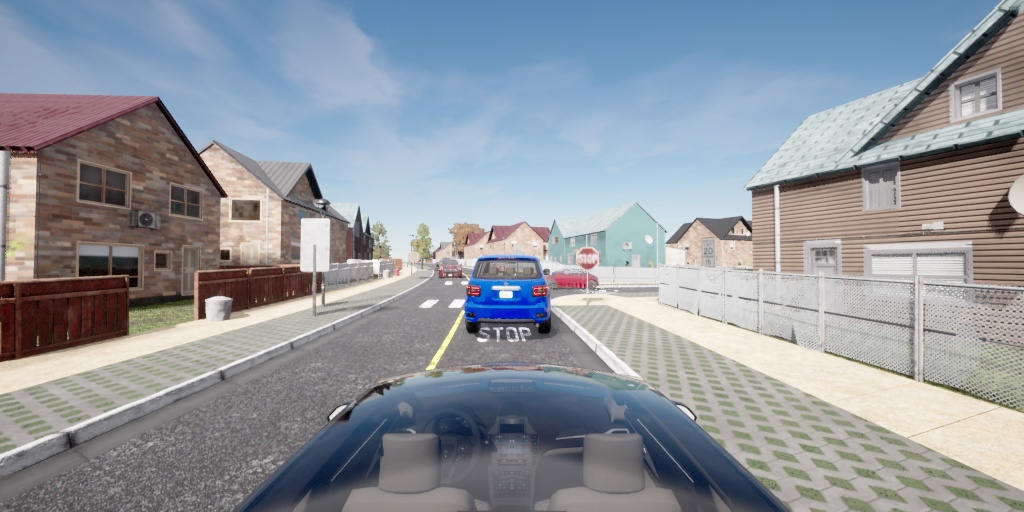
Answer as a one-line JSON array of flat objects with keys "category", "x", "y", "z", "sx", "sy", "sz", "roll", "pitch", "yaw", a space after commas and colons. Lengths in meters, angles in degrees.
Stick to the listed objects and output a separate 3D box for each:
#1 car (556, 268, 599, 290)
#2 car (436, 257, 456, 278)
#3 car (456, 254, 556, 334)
[{"category": "car", "x": 3.648, "y": 1.505, "z": 23.874, "sx": 4.181, "sy": 1.385, "sz": 1.994, "roll": 1, "pitch": -1, "yaw": -3}, {"category": "car", "x": -5.843, "y": 1.115, "z": 33.919, "sx": 2.097, "sy": 1.767, "sz": 4.553, "roll": 0, "pitch": 0, "yaw": -10}, {"category": "car", "x": -0.019, "y": 0.975, "z": 10.851, "sx": 2.150, "sy": 2.045, "sz": 5.566, "roll": 0, "pitch": 0, "yaw": 3}]
